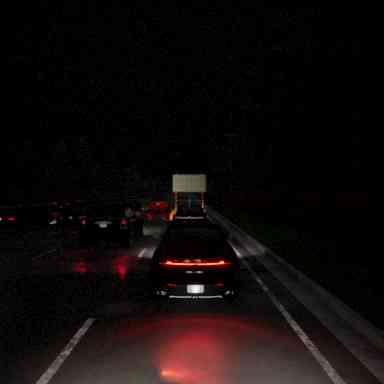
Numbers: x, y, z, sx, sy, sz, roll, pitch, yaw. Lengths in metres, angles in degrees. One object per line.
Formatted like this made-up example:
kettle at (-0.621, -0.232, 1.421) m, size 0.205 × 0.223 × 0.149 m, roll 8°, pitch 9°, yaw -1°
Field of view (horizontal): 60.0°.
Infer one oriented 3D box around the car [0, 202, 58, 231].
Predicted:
car at (-10.563, 1.548, 20.767) m, size 2.033 × 1.411 × 5.357 m, roll 0°, pitch 0°, yaw -1°

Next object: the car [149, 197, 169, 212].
car at (-3.708, 1.353, 38.197) m, size 2.097 × 1.767 × 4.553 m, roll 0°, pitch 0°, yaw -1°

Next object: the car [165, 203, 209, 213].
car at (-0.068, 1.488, 18.828) m, size 2.128 × 1.511 × 4.902 m, roll 0°, pitch 0°, yaw 1°

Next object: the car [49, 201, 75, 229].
car at (-7.077, 1.548, 21.848) m, size 2.033 × 1.411 × 5.357 m, roll 0°, pitch 0°, yaw -1°

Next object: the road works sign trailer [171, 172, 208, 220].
road works sign trailer at (-0.186, 0.464, 22.698) m, size 2.380 × 3.560 × 2.880 m, roll 0°, pitch 0°, yaw -3°

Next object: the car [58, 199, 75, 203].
car at (-14.209, 1.527, 38.246) m, size 1.812 × 1.442 × 4.674 m, roll 0°, pitch -1°, yaw 0°

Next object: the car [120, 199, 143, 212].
car at (-7.223, 1.600, 40.034) m, size 1.895 × 1.301 × 4.718 m, roll 0°, pitch 0°, yaw -1°

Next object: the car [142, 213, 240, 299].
car at (0.047, 1.505, 8.439) m, size 1.837 × 1.490 × 4.892 m, roll 0°, pitch 0°, yaw 0°

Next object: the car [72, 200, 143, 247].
car at (-3.506, 1.353, 15.176) m, size 2.097 × 1.767 × 4.553 m, roll 0°, pitch 0°, yaw 0°
